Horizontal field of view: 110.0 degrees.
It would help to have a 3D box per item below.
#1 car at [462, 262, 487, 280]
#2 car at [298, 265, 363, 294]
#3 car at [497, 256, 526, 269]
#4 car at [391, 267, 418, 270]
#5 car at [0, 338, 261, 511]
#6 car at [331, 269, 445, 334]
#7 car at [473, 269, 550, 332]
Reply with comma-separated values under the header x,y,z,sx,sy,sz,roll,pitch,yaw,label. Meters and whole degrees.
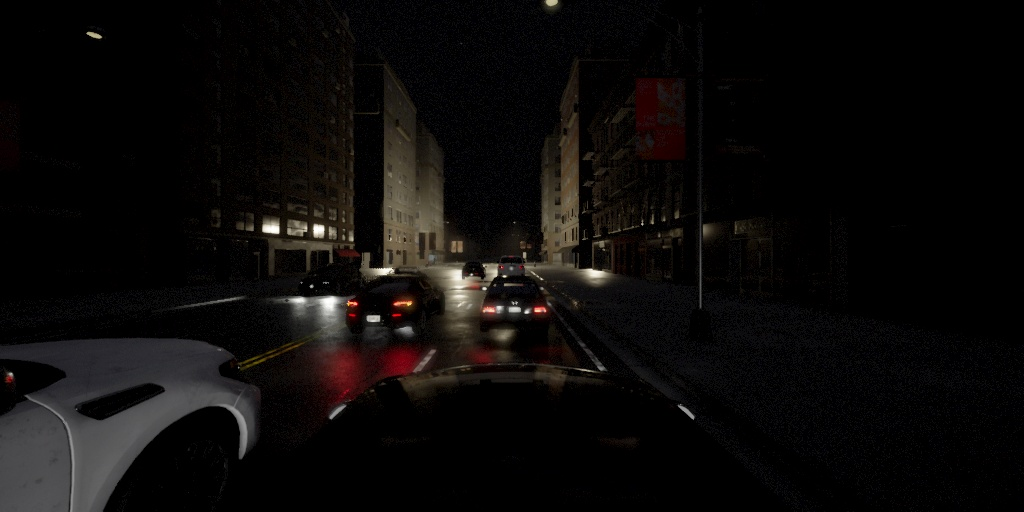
x,y,z,sx,sy,sz,roll,pitch,yaw,label
-3.323,1.270,31.716,1.837,1.490,4.892,0,0,-1,car
-9.959,1.261,20.199,1.837,1.490,4.892,0,0,0,car
-0.061,0.985,29.374,2.150,2.045,5.566,0,0,0,car
-6.721,1.358,22.179,1.895,1.301,4.718,0,0,0,car
-3.138,0.972,0.570,2.150,2.045,5.566,0,0,0,car
-3.200,1.277,10.558,1.812,1.442,4.674,0,0,0,car
0.049,1.299,10.841,2.033,1.411,5.357,0,0,0,car
